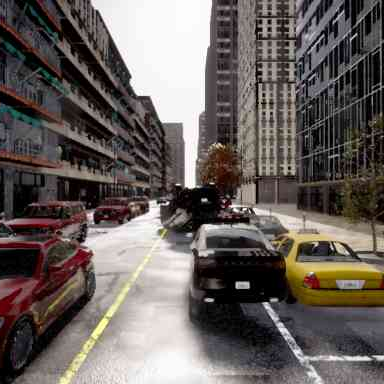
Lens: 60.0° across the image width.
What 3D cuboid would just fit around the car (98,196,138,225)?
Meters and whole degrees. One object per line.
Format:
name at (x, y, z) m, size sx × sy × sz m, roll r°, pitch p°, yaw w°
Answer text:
car at (-5.746, 1.336, 24.738) m, size 2.192 × 1.841 × 5.009 m, roll 0°, pitch 0°, yaw 0°

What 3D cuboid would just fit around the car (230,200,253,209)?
car at (2.647, 1.454, 19.096) m, size 1.967 × 1.590 × 4.097 m, roll 0°, pitch 0°, yaw 0°

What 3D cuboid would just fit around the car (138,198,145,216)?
car at (-5.762, 1.554, 30.232) m, size 1.752 × 1.417 × 4.829 m, roll 0°, pitch 0°, yaw 0°

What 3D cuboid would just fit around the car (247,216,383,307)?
car at (2.675, 1.530, 7.939) m, size 1.752 × 1.417 × 4.829 m, roll 0°, pitch 0°, yaw 0°

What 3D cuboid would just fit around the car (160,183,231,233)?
car at (-0.197, 1.211, 18.346) m, size 2.150 × 2.045 × 5.566 m, roll -2°, pitch -19°, yaw -19°

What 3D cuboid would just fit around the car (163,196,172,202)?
car at (-5.892, 1.753, 81.370) m, size 1.947 × 1.339 × 4.313 m, roll 0°, pitch 0°, yaw 0°

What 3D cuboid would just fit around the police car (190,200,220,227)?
police car at (0.838, 1.446, 24.403) m, size 1.930 × 1.638 × 5.238 m, roll 0°, pitch 0°, yaw 0°

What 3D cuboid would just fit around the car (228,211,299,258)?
car at (2.660, 1.575, 13.433) m, size 1.947 × 1.339 × 4.313 m, roll 0°, pitch 0°, yaw 0°

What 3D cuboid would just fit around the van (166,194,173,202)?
van at (-5.906, 1.555, 87.035) m, size 1.690 × 1.788 × 3.998 m, roll 0°, pitch 0°, yaw 0°

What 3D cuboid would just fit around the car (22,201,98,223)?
car at (-5.718, 1.324, 13.412) m, size 2.192 × 1.841 × 5.009 m, roll 0°, pitch 0°, yaw 0°

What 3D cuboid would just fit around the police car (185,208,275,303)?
police car at (0.879, 1.430, 8.403) m, size 1.930 × 1.638 × 5.238 m, roll 0°, pitch 0°, yaw 0°

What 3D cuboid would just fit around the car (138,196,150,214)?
car at (-5.776, 1.354, 36.066) m, size 2.192 × 1.841 × 5.009 m, roll 0°, pitch 0°, yaw 0°

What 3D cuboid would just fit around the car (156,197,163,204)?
car at (-5.849, 1.689, 64.381) m, size 1.947 × 1.339 × 4.313 m, roll 0°, pitch 0°, yaw 0°

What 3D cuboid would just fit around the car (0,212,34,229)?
car at (-5.704, 1.444, 7.748) m, size 1.967 × 1.590 × 4.097 m, roll 0°, pitch 0°, yaw 0°

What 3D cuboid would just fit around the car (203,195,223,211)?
car at (2.590, 1.367, 41.749) m, size 2.192 × 1.841 × 5.009 m, roll 0°, pitch 0°, yaw 0°

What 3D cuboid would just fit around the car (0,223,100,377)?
car at (-3.015, 1.528, 5.686) m, size 1.812 × 1.442 × 4.674 m, roll 0°, pitch 0°, yaw 0°
